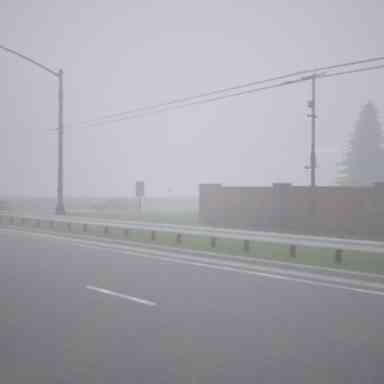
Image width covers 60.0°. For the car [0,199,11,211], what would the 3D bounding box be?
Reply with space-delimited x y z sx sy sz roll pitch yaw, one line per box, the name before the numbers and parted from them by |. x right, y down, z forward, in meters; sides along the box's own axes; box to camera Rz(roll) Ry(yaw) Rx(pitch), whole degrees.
car | -20.745 1.220 32.906 5.008 1.535 1.882 0 0 -8

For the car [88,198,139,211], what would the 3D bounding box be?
car | -8.617 1.345 36.646 5.357 1.411 2.033 0 0 -27
